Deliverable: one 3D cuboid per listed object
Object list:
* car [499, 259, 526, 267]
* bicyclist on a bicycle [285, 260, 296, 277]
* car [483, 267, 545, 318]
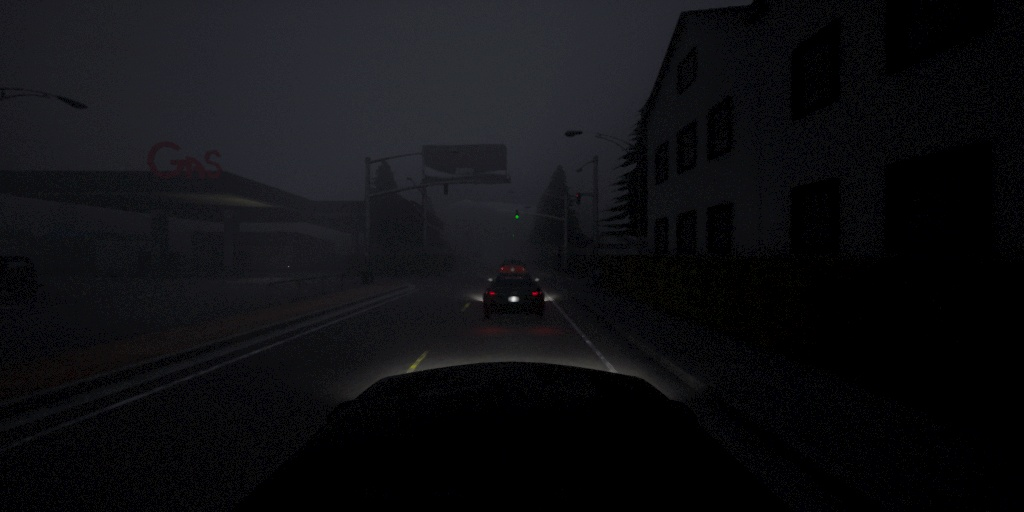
[{"bbox_3d":[0.060,1.028,28.510,2.097,1.767,4.553,0,-1,0],"label":"car"},{"bbox_3d":[-21.770,1.213,35.245,0.582,1.620,1.656,0,1,0],"label":"bicyclist on a bicycle"},{"bbox_3d":[0.061,1.253,12.735,1.994,1.385,4.181,0,0,0],"label":"car"}]
